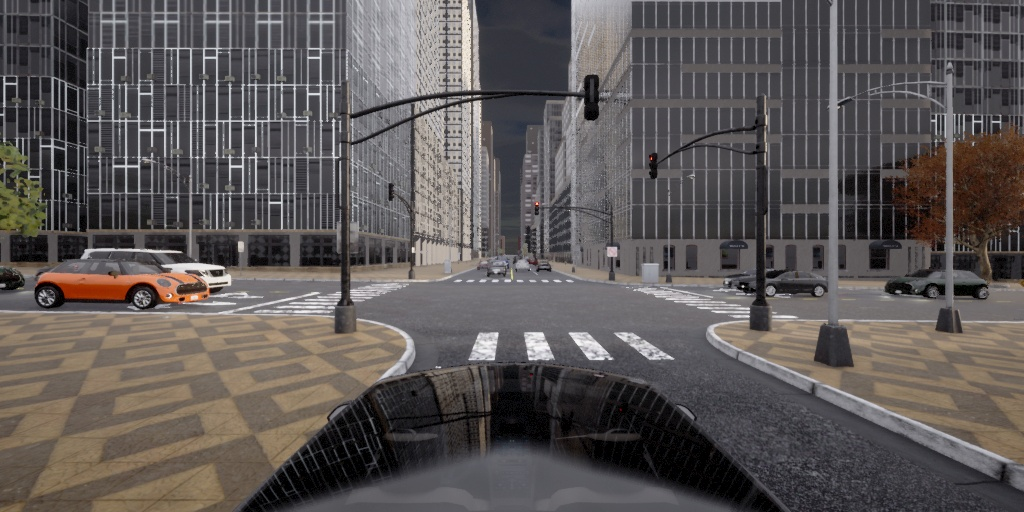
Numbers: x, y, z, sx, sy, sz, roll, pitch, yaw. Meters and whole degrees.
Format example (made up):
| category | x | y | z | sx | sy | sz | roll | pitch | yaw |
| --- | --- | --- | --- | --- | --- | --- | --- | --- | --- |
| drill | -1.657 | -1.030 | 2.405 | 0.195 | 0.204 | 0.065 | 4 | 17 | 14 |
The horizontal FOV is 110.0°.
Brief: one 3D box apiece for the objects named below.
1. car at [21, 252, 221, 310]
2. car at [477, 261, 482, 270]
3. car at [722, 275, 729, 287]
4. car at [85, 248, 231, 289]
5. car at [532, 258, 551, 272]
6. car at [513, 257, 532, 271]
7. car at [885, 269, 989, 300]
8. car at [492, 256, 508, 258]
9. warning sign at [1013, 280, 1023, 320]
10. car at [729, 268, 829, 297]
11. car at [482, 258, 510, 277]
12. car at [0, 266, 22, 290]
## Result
| category | x | y | z | sx | sy | sz | roll | pitch | yaw |
| --- | --- | --- | --- | --- | --- | --- | --- | --- | --- |
| car | -13.725 | 0.876 | 12.877 | 4.553 | 1.767 | 2.097 | 1 | 0 | -3 |
| car | -3.993 | 1.343 | 50.853 | 1.802 | 1.307 | 4.207 | 0 | 0 | 0 |
| car | 16.900 | 1.569 | 24.239 | 4.902 | 1.511 | 2.128 | 1 | 0 | -3 |
| car | -15.926 | 0.704 | 16.031 | 5.566 | 2.045 | 2.150 | 1 | 0 | -3 |
| car | 3.957 | 1.329 | 45.354 | 1.948 | 1.339 | 4.313 | 0 | 0 | 0 |
| car | 1.414 | 1.287 | 49.579 | 1.812 | 1.442 | 4.674 | 0 | 0 | 0 |
| car | 25.166 | 1.579 | 21.360 | 4.553 | 1.767 | 2.097 | 1 | 0 | -3 |
| car | -1.544 | 0.979 | 56.620 | 2.150 | 2.045 | 5.566 | 0 | 0 | -1 |
| warning sign | 17.281 | 1.204 | 11.543 | 1.060 | 1.860 | 1.300 | 0 | 0 | -3 |
| car | 15.811 | 1.564 | 20.946 | 4.892 | 1.490 | 1.837 | 1 | 0 | -4 |
| car | -1.471 | 1.259 | 35.777 | 2.128 | 1.511 | 4.902 | 0 | 0 | 0 |
| car | -24.620 | 0.675 | 15.638 | 4.553 | 1.767 | 2.097 | 1 | 0 | -2 |
